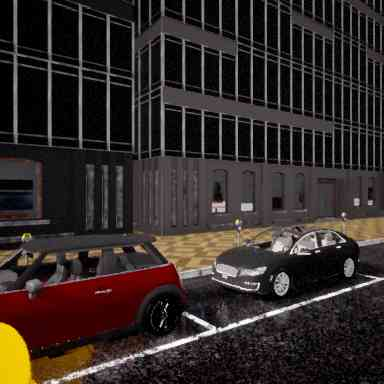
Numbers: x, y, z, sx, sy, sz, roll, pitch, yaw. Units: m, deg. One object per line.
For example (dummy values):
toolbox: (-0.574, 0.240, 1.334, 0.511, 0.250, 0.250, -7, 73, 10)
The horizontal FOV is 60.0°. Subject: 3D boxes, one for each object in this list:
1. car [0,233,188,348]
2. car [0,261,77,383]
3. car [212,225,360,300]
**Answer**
car: (-2.158, 1.440, 5.021, 4.097, 1.590, 1.967, 0, 0, -35)
car: (-3.212, 1.478, 1.085, 5.008, 1.535, 1.882, 0, 0, -35)
car: (2.477, 1.549, 8.324, 4.403, 1.369, 2.008, 0, 0, -35)
